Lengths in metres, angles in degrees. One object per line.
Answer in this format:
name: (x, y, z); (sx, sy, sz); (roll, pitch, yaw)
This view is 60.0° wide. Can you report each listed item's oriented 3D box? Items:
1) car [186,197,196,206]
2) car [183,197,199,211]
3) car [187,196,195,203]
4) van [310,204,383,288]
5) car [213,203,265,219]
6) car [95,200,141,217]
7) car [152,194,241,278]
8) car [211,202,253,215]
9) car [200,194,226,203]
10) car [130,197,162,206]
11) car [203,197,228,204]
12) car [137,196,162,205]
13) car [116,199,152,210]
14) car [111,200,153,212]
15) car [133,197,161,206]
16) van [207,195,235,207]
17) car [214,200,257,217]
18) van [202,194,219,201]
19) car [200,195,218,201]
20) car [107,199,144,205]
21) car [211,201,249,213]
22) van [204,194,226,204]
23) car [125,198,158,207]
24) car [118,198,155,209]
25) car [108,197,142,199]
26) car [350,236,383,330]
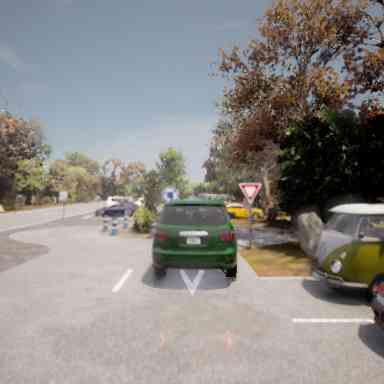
car: (-0.170, 1.718, 62.348); (1.882, 1.535, 5.008); (0, 0, 0)
car: (-0.164, 1.721, 47.367); (2.097, 1.767, 4.553); (0, 1, 0)
car: (-0.272, 1.715, 75.591); (1.837, 1.490, 4.892); (0, 0, 0)
van: (4.918, 1.242, 7.299); (4.442, 1.987, 1.878); (-1, 0, 0)
car: (4.770, 1.979, 34.395); (5.008, 1.535, 2.097); (0, 1, 0)
car: (-8.334, 1.982, 37.040); (4.792, 1.488, 2.163); (0, 1, 0)
car: (0.190, 1.213, 10.306); (2.150, 2.045, 5.566); (0, 0, 3)
car: (4.745, 1.954, 39.812); (4.792, 1.488, 2.163); (0, 1, 0)
car: (4.739, 1.444, 75.812); (5.566, 2.045, 2.435); (0, 0, 0)
car: (-8.124, 1.735, 59.246); (5.366, 1.575, 1.946); (0, 0, 0)
car: (4.774, 1.706, 67.502); (5.008, 1.535, 2.097); (0, 0, 0)
car: (-8.279, 1.586, 64.792); (4.553, 1.767, 2.185); (0, 0, 0)
car: (-8.301, 1.842, 48.145); (4.892, 1.521, 2.231); (0, 1, 0)
car: (-8.121, 1.866, 45.368); (5.366, 1.575, 1.946); (0, 1, 0)
car: (-8.316, 1.723, 62.013); (4.892, 1.521, 2.231); (0, 0, 0)
van: (4.888, 1.534, 56.552); (4.442, 1.987, 1.878); (0, 0, 0)
car: (4.806, 1.826, 37.165); (4.553, 1.767, 2.185); (0, 1, 0)
van: (4.881, 1.451, 89.789); (4.442, 1.987, 1.878); (0, 0, 0)
car: (4.758, 1.669, 95.205); (5.008, 1.535, 2.097); (0, 0, 0)
car: (-8.300, 1.924, 39.816); (5.008, 1.535, 2.097); (0, 1, 0)
car: (4.771, 1.937, 42.582); (4.674, 1.452, 2.002); (0, 1, 0)
van: (4.885, 1.477, 70.272); (4.442, 1.987, 1.878); (0, 0, 0)
car: (-8.494, 1.755, 56.593); (5.366, 1.575, 1.946); (0, 1, 0)
car: (-8.493, 1.810, 50.920); (5.366, 1.575, 1.946); (0, 1, 0)
car: (-8.278, 1.645, 42.589); (5.566, 2.045, 2.435); (0, 1, 0)
car: (5.045, 1.513, 4.626); (4.674, 1.452, 2.002); (0, 0, 0)
